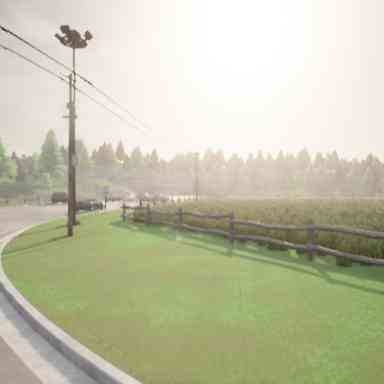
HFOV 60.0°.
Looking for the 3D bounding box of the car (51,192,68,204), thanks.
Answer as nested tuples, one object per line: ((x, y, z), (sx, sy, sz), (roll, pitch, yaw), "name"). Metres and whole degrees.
((-21.909, 1.040, 57.237), (2.150, 2.045, 5.566), (0, 0, 9), "car")

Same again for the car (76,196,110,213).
((-11.131, 1.398, 36.274), (1.837, 1.490, 4.892), (0, 0, 9), "car")

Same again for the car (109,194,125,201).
((-18.169, 1.320, 80.645), (2.033, 1.411, 5.357), (0, 0, 9), "car")

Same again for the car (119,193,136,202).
((-12.933, 1.324, 69.325), (1.812, 1.442, 4.674), (0, 0, 9), "car")

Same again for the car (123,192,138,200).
((-14.787, 0.978, 79.640), (2.097, 1.767, 4.553), (0, 0, 9), "car")

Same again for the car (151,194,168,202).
((-6.108, 1.330, 67.687), (2.128, 1.511, 4.902), (0, 0, 9), "car")

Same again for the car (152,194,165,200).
((-7.875, 1.143, 78.536), (1.837, 1.490, 4.892), (0, 0, 9), "car")

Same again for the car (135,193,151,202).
((-9.490, 1.429, 68.695), (1.895, 1.301, 4.718), (0, 0, 9), "car")

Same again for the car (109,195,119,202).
((-16.470, 1.340, 69.388), (2.033, 1.411, 5.357), (0, 0, 9), "car")
